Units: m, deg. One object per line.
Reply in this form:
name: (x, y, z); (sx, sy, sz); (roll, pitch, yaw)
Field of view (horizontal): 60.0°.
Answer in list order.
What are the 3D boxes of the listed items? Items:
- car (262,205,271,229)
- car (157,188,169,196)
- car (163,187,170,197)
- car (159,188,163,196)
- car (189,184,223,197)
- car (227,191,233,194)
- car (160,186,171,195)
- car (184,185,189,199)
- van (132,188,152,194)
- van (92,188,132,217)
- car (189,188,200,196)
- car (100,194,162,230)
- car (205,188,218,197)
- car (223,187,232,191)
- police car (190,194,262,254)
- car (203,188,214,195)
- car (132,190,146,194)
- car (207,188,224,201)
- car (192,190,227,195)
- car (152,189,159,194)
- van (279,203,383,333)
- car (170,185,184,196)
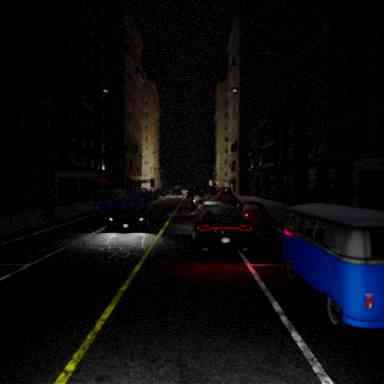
car: (2.961, 1.117, 17.262); (1.802, 1.307, 4.206); (0, 2, 0)
car: (-5.291, -0.044, 61.310); (1.802, 1.307, 4.206); (0, 1, 0)
car: (-5.325, 0.084, 55.810); (1.947, 1.339, 4.313); (0, 2, 0)
car: (-5.393, 0.389, 44.812); (1.802, 1.307, 4.206); (0, 2, 0)
car: (1.072, 0.475, 27.967); (2.150, 2.045, 5.566); (0, 2, 0)
car: (3.030, 0.825, 28.260); (1.802, 1.307, 4.206); (0, 2, 0)
car: (-5.257, -0.329, 66.805); (1.967, 1.590, 4.097); (0, 1, 0)
car: (0.310, 0.064, 48.404); (2.097, 1.767, 4.553); (0, 2, 1)
van: (-5.462, 0.438, 33.806); (1.690, 1.788, 3.998); (0, 2, 0)
van: (-5.530, 0.730, 22.809); (1.690, 1.788, 3.998); (0, 2, 0)
car: (0.385, -0.088, 62.279); (1.994, 1.385, 4.181); (0, 1, 0)
car: (-2.991, 1.073, 17.673); (2.033, 1.411, 5.357); (0, 2, 0)
car: (3.200, 0.069, 55.757); (2.008, 1.369, 4.403); (0, 1, 0)
car: (3.063, 0.412, 33.752); (2.192, 1.841, 5.009); (0, 2, 0)
police car: (0.973, 1.099, 12.057); (1.930, 1.638, 5.238); (0, 2, 0)
car: (3.268, -0.204, 66.755); (1.947, 1.339, 4.313); (0, 1, 0)
car: (-5.496, 0.794, 28.312); (2.008, 1.369, 4.403); (0, 2, 0)
car: (3.132, 0.247, 44.755); (1.967, 1.590, 4.097); (0, 2, 0)
car: (1.036, 0.861, 22.134); (1.801, 1.575, 5.366); (0, 2, 0)
car: (-5.427, 0.518, 39.312); (1.947, 1.339, 4.313); (0, 2, 0)
van: (2.893, 1.170, 6.257); (1.690, 1.788, 3.998); (0, 2, 0)
car: (-2.679, -0.017, 58.929); (2.033, 1.411, 5.357); (0, 2, 1)
